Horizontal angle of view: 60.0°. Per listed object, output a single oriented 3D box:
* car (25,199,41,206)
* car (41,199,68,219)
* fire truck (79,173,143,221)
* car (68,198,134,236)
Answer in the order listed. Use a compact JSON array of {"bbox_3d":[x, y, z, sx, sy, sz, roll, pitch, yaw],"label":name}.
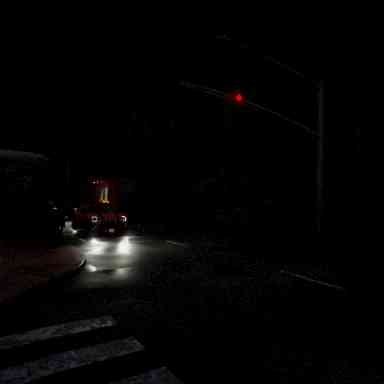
[{"bbox_3d":[-20.905,1.615,43.677,1.812,1.442,4.674,2,-1,-32],"label":"car"},{"bbox_3d":[-10.990,1.413,27.923,2.097,1.767,4.553,2,-1,-32],"label":"car"},{"bbox_3d":[-7.160,0.495,28.663,2.891,3.827,8.468,2,-1,-32],"label":"fire truck"},{"bbox_3d":[-5.291,1.398,18.894,2.097,1.767,4.553,2,-1,-32],"label":"car"}]
